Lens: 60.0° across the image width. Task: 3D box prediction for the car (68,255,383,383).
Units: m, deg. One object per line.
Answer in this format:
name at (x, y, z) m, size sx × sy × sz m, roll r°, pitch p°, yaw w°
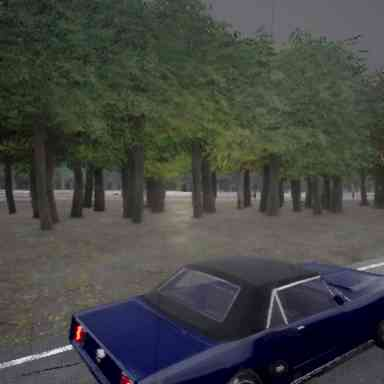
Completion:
car at (1.015, 1.559, 4.428) m, size 4.718 × 1.301 × 1.895 m, roll -1°, pitch 0°, yaw -35°
